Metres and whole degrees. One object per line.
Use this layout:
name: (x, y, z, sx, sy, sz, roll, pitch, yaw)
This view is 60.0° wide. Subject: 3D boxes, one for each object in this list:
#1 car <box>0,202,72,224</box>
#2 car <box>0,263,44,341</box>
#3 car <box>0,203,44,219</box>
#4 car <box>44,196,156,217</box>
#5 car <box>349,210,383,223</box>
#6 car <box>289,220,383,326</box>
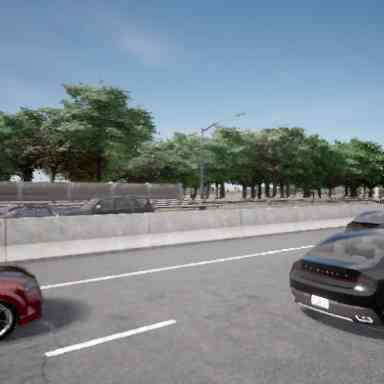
car: (-12.166, 1.551, 25.408, 5.357, 1.411, 2.033, 0, 0, -35)
car: (-4.513, 1.563, 4.947, 4.181, 1.385, 1.994, 0, 0, -36)
car: (-9.216, 1.550, 18.913, 5.357, 1.411, 2.033, 0, 0, -35)
car: (-4.617, 1.226, 17.889, 5.566, 2.045, 2.150, 0, 0, -35)
car: (8.518, 1.521, 14.248, 4.892, 1.490, 1.837, 0, 0, -36)
car: (4.023, 1.513, 6.739, 4.892, 1.490, 1.837, 0, 0, -36)
